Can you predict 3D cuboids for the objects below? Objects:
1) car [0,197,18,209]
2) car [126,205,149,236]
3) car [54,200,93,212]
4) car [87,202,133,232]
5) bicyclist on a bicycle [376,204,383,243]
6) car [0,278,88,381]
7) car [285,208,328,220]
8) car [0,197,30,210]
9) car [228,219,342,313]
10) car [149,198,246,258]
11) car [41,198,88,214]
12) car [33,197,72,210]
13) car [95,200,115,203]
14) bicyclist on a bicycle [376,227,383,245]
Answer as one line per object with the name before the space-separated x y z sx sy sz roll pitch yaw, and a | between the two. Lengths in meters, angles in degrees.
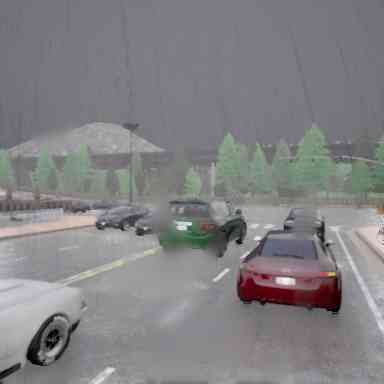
car | -23.843 1.543 40.696 5.357 1.411 2.033 2 0 19
car | -1.367 1.564 18.310 1.837 1.490 4.892 0 -1 21
car | -14.702 1.671 41.259 4.181 1.385 1.994 0 0 19
car | -4.106 1.570 20.925 1.837 1.490 4.892 0 -1 21
bicyclist on a bicycle | 8.881 1.358 14.275 1.656 1.620 0.582 0 0 15
car | -3.180 1.608 3.230 1.895 1.301 4.718 0 0 21
car | 5.797 1.554 16.992 2.128 1.511 4.902 0 0 21
car | -24.101 1.527 44.488 4.181 1.385 1.994 2 1 19
car | 2.378 1.593 7.928 1.994 1.385 4.181 0 0 20
car | 0.636 1.267 13.343 2.150 2.045 5.566 0 0 21
car | -14.024 1.647 37.325 5.357 1.411 2.033 0 0 19
car | -19.496 1.551 46.605 5.008 1.535 1.882 1 0 19
car | -11.017 1.685 43.697 4.181 1.385 1.994 0 0 19
bicyclist on a bicycle | 8.203 1.353 13.138 1.656 1.620 0.582 0 0 39
